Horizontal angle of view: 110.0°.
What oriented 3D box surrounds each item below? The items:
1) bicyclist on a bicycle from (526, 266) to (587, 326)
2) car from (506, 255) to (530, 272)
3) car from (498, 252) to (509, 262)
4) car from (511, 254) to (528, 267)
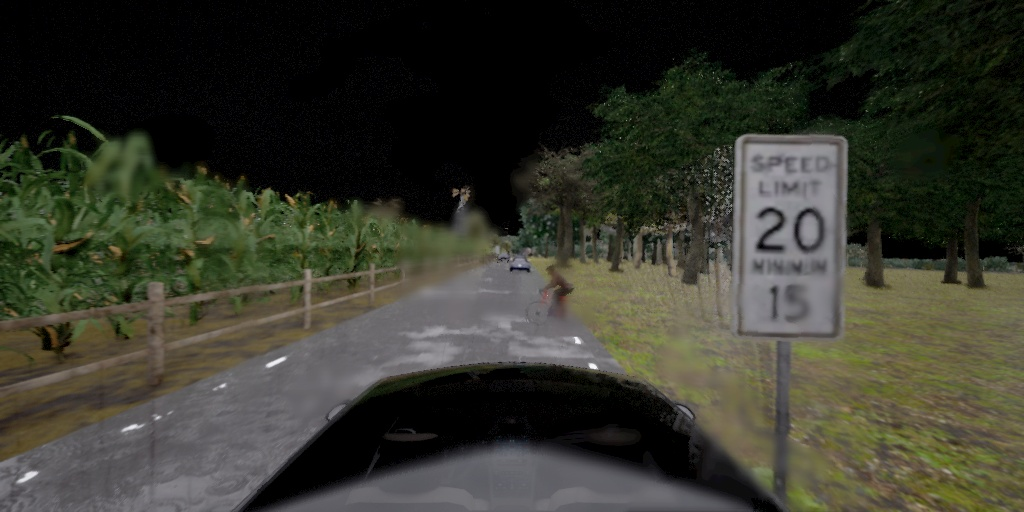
[{"bbox_3d":[1.218,1.109,9.744,1.656,1.620,0.582,1,1,1],"label":"bicyclist on a bicycle"},{"bbox_3d":[0.783,0.811,35.324,1.994,1.385,4.181,1,1,2],"label":"car"},{"bbox_3d":[-1.362,0.125,64.853,2.097,1.767,4.553,1,1,1],"label":"car"},{"bbox_3d":[1.047,0.555,48.100,2.128,1.511,4.902,1,1,2],"label":"car"}]
